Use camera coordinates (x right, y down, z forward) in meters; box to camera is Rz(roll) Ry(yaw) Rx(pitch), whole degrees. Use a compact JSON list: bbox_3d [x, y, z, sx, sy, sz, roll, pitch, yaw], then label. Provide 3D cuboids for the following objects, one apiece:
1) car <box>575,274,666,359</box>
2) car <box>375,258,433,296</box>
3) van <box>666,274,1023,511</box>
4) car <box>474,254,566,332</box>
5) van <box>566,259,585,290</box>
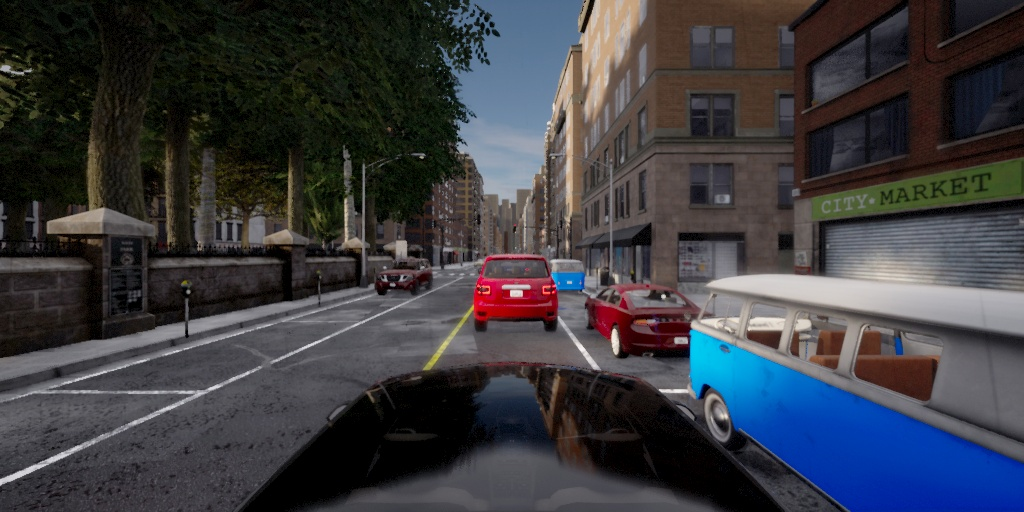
[{"bbox_3d":[2.855,1.292,8.277,1.888,1.381,4.507,0,0,0],"label":"car"},{"bbox_3d":[-5.671,1.052,19.557,2.192,1.841,5.009,0,0,0],"label":"car"},{"bbox_3d":[2.856,1.090,2.616,1.690,1.789,3.998,0,0,0],"label":"van"},{"bbox_3d":[0.096,0.966,11.035,2.150,2.045,5.566,0,0,0],"label":"car"},{"bbox_3d":[2.854,1.079,19.598,1.690,1.789,3.998,0,0,0],"label":"van"}]
